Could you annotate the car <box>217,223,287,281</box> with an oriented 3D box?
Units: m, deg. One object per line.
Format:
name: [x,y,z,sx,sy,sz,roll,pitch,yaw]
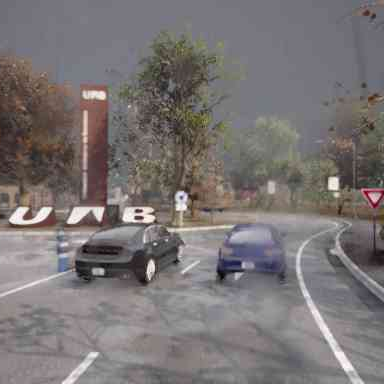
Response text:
car: [1.963,1.691,10.431,1.812,1.442,4.674,0,-1,15]

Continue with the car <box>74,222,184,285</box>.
car: [-1.610,1.662,10.102,1.837,1.490,4.892,0,-1,14]

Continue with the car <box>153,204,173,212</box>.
car: [-4.342,2.766,56.214,5.357,1.411,2.033,0,-1,15]

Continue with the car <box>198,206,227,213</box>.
car: [3.339,2.820,56.008,4.718,1.301,1.895,-1,-2,36]
